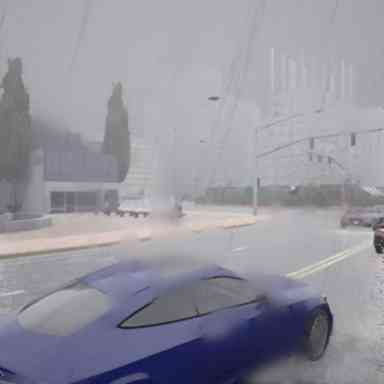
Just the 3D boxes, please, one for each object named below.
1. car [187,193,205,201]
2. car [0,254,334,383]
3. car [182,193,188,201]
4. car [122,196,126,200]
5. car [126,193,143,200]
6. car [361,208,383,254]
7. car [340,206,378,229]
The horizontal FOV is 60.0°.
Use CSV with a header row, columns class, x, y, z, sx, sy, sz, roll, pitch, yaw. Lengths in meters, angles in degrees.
class,x,y,z,sx,sy,sz,roll,pitch,yaw
car,1.497,1.465,75.097,1.970,1.475,3.806,0,0,43
car,-0.086,1.531,4.105,4.674,1.442,1.812,0,0,-40
car,-0.625,1.233,77.067,1.905,1.878,3.866,0,0,43
car,-17.170,1.285,92.342,1.932,1.855,4.605,0,0,43
car,-15.079,1.281,90.340,1.905,1.878,3.866,0,0,43
car,8.331,1.484,12.557,2.128,1.511,4.902,0,0,42
car,10.745,1.562,20.640,1.994,1.385,4.181,0,0,41
